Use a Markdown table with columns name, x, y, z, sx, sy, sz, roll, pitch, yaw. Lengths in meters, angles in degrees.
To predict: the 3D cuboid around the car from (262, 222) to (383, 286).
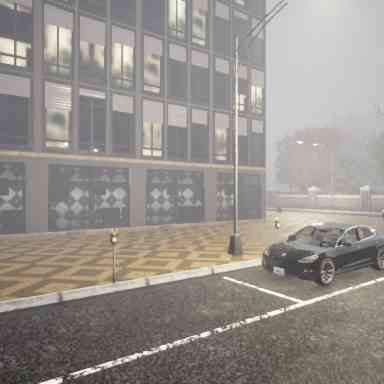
| name | x | y | z | sx | sy | sz | roll | pitch | yaw |
| --- | --- | --- | --- | --- | --- | --- | --- | --- | --- |
| car | 3.907 | 1.567 | 9.431 | 4.313 | 1.339 | 1.947 | 0 | 0 | -35 |
